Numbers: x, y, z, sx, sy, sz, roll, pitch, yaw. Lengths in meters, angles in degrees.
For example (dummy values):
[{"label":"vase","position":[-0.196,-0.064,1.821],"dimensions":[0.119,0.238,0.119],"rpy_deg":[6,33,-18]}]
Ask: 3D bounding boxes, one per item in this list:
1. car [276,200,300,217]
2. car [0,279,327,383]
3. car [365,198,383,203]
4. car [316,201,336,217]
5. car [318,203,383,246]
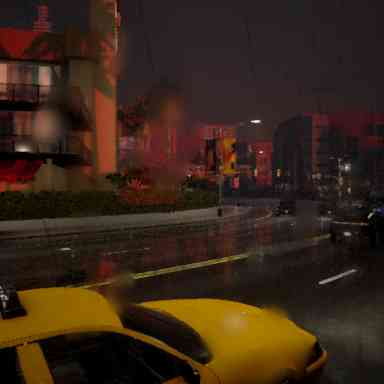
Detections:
[{"label":"car","position":[9.058,1.495,31.273],"dimensions":[1.837,1.490,4.892],"rpy_deg":[0,0,20]},{"label":"car","position":[-1.068,1.453,2.549],"dimensions":[5.366,1.575,1.801],"rpy_deg":[0,0,-36]},{"label":"car","position":[15.556,1.536,28.587],"dimensions":[2.033,1.411,5.357],"rpy_deg":[0,0,20]},{"label":"car","position":[12.361,1.551,30.123],"dimensions":[1.994,1.385,4.181],"rpy_deg":[0,0,20]},{"label":"car","position":[7.894,1.486,15.413],"dimensions":[2.128,1.511,4.902],"rpy_deg":[0,0,40]}]
